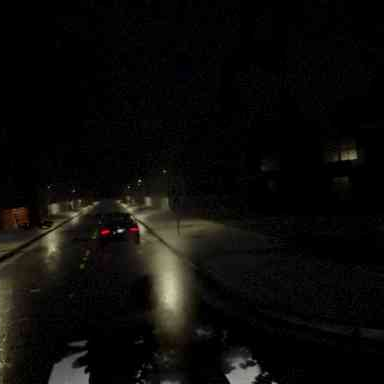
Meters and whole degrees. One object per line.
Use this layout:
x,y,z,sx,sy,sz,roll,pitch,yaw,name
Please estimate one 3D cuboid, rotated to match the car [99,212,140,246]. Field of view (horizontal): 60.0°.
-3.681,1.758,16.755,2.033,1.411,5.357,-4,0,-14,car
